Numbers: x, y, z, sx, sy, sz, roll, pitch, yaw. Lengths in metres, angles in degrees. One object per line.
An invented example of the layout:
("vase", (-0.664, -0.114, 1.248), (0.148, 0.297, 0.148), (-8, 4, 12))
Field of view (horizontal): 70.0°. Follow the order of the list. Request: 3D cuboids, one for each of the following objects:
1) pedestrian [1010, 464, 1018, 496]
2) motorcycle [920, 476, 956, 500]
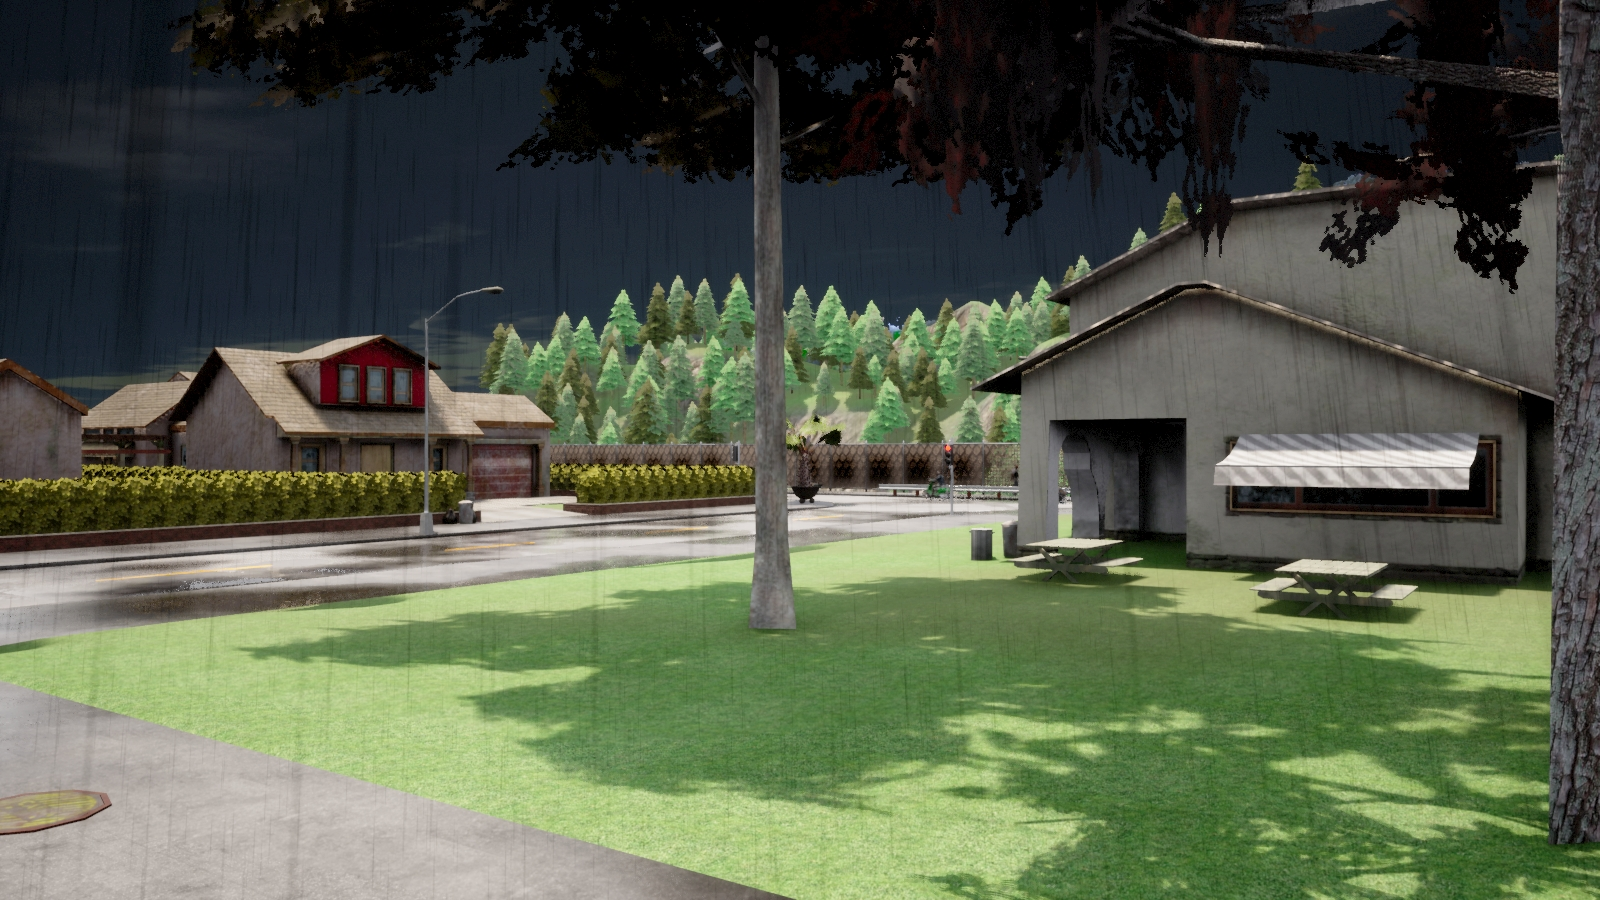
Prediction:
("pedestrian", (12.528, 1.745, 66.926), (0.375, 1.860, 0.375), (0, 0, 36))
("motorcycle", (7.754, 2.142, 64.222), (1.805, 1.316, 0.856), (0, 0, 35))
